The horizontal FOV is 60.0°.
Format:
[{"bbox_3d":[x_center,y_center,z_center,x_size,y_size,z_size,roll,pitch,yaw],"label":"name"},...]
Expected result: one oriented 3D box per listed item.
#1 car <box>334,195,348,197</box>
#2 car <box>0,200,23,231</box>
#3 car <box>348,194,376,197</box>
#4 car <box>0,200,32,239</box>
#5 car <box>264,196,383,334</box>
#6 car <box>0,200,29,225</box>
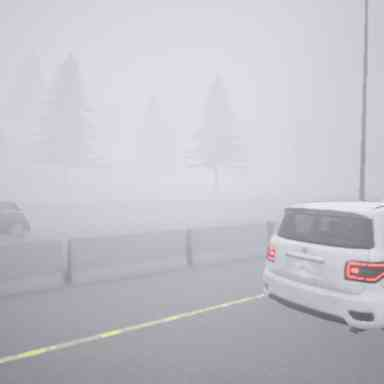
[{"bbox_3d":[19.394,1.056,43.024,5.357,1.411,2.033,-1,1,-35],"label":"car"},{"bbox_3d":[-11.657,1.225,17.193,5.008,1.535,1.882,0,0,-35],"label":"car"},{"bbox_3d":[21.410,1.027,40.162,5.008,1.535,1.882,-1,1,-35],"label":"car"},{"bbox_3d":[-9.546,1.142,14.395,4.553,1.767,2.097,0,1,-35],"label":"car"},{"bbox_3d":[3.838,1.197,6.414,5.566,2.045,2.150,0,1,-35],"label":"car"},{"bbox_3d":[-13.151,1.256,20.426,5.357,1.411,2.033,0,1,-35],"label":"car"}]
